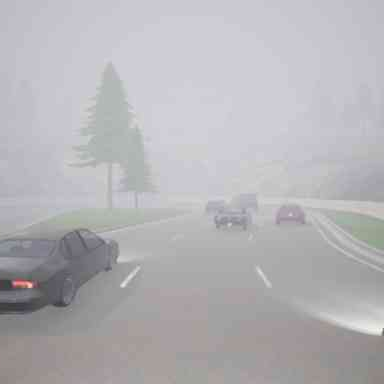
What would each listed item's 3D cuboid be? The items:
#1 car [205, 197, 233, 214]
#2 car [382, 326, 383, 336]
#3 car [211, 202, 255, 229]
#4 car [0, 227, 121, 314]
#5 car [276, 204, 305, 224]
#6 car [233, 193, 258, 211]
[{"bbox_3d":[2.592,1.448,34.267,2.128,1.511,4.902,0,0,13],"label":"car"},{"bbox_3d":[3.644,1.560,2.964,1.994,1.385,4.181,0,0,1],"label":"car"},{"bbox_3d":[2.732,1.574,21.267,1.895,1.301,4.718,0,0,15],"label":"car"},{"bbox_3d":[-3.227,1.537,7.868,2.033,1.411,5.357,0,0,3],"label":"car"},{"bbox_3d":[7.227,1.533,24.482,1.994,1.385,4.181,0,0,16],"label":"car"},{"bbox_3d":[6.171,1.172,40.158,2.150,2.045,5.566,0,0,-9],"label":"car"}]
